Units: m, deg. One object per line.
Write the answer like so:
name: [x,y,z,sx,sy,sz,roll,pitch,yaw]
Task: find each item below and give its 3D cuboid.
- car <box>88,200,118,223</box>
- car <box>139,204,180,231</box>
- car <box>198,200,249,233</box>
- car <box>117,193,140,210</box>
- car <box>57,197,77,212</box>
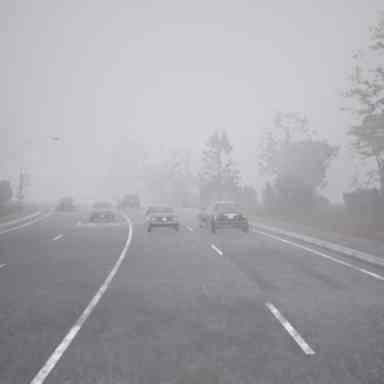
car: [-6.937,1.481,25.915,1.837,1.490,4.892,0,0,-14]
car: [-1.955,1.521,20.488,2.033,1.411,5.357,0,0,-11]
car: [1.710,1.319,19.460,2.097,1.767,4.553,0,0,-9]
car: [-8.025,1.177,41.750,2.150,2.045,5.566,0,0,-21]
car: [-14.397,1.318,38.299,2.097,1.767,4.553,0,0,-20]
